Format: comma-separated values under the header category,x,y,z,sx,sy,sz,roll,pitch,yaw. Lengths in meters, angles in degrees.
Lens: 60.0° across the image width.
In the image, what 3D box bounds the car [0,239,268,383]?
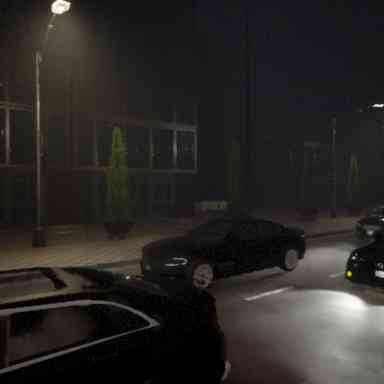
category,x,y,z,sx,sy,sz,roll,pitch,yaw
car,-1.909,1.496,2.626,4.902,1.511,2.128,0,0,-36

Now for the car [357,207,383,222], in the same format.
category,x,y,z,sx,sy,sz,roll,pitch,yaw
car,9.253,1.368,14.948,4.902,1.511,2.128,-1,0,-36

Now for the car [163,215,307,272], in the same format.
category,x,y,z,sx,sy,sz,roll,pitch,yaw
car,1.028,1.435,9.045,5.008,1.535,1.882,-1,0,-36

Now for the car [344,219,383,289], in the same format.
category,x,y,z,sx,sy,sz,roll,pitch,yaw
car,5.538,1.495,7.961,4.181,1.385,1.994,-1,0,-35
